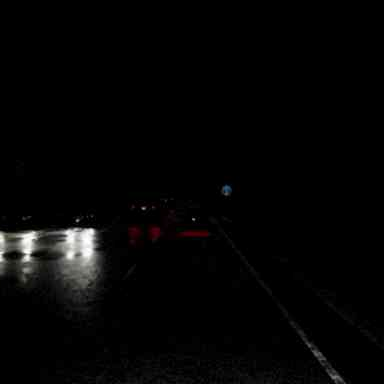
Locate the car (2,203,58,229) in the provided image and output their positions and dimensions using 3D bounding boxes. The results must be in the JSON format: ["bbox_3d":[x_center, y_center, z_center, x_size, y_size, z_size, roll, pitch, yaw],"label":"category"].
[{"bbox_3d":[-10.604,1.495,22.151,1.882,1.535,5.008,0,0,0],"label":"car"}]

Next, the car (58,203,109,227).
[{"bbox_3d":[-7.104,1.509,23.110,2.128,1.511,4.902,0,0,0],"label":"car"}]

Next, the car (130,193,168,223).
[{"bbox_3d":[-3.407,1.239,26.113,2.150,2.045,5.566,0,0,0],"label":"car"}]

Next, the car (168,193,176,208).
[{"bbox_3d":[-3.410,1.172,46.248,2.150,2.045,5.566,0,0,0],"label":"car"}]

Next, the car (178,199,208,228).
[{"bbox_3d":[0.095,1.496,22.664,1.882,1.535,5.008,0,0,0],"label":"car"}]

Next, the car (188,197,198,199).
[{"bbox_3d":[0.089,1.443,45.885,2.128,1.511,4.902,0,0,0],"label":"car"}]
